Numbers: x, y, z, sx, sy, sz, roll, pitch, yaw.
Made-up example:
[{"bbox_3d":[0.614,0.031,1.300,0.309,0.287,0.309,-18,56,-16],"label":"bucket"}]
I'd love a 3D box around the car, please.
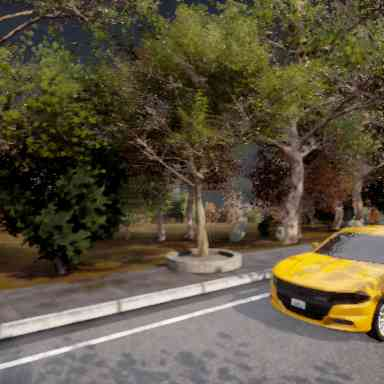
[{"bbox_3d":[3.681,1.445,6.614,5.008,1.535,1.882,0,0,-35],"label":"car"}]
